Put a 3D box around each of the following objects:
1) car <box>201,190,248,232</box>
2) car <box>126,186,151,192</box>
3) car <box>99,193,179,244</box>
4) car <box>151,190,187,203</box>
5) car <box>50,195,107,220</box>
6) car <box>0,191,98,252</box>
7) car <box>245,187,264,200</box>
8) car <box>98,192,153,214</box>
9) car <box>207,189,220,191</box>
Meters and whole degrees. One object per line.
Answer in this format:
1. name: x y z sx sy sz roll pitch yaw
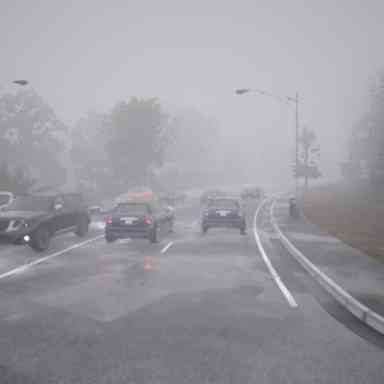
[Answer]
1. car: 1.834 1.011 17.868 2.097 1.767 4.553 0 2 9
2. car: -5.506 0.278 33.646 2.097 1.767 4.553 0 4 16
3. car: -2.146 1.120 14.899 2.097 1.767 4.553 0 2 8
4. car: -2.051 0.520 32.973 1.895 1.301 4.718 0 4 16
5. car: -7.931 1.026 23.736 1.994 1.385 4.181 0 2 11
6. car: -6.075 1.026 13.567 2.150 2.045 5.566 0 1 6
7. car: 6.819 0.101 36.996 1.895 1.301 4.718 0 4 20
8. car: -4.511 1.002 22.988 1.812 1.442 4.674 0 3 12
9. car: 2.303 0.322 34.416 1.994 1.385 4.181 0 4 18
